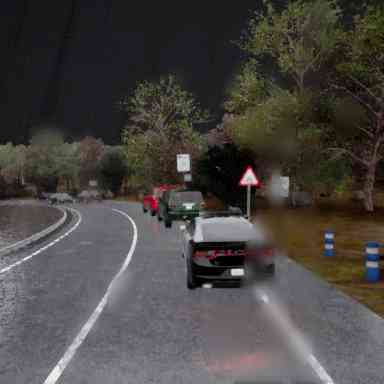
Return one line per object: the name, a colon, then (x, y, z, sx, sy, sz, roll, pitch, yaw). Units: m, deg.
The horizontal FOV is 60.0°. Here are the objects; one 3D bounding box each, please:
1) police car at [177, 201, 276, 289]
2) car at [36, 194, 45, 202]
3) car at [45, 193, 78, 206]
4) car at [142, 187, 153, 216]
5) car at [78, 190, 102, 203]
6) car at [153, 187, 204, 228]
police car: (0.715, 1.290, 9.053, 1.930, 1.638, 5.238, 0, 2, -4)
car: (-23.802, 0.858, 54.967, 4.718, 1.301, 1.895, -2, 4, 38)
car: (-16.880, 0.894, 42.901, 1.837, 1.490, 4.892, -5, 2, -39)
car: (-2.371, 0.635, 25.322, 2.150, 2.045, 5.566, -2, 2, -18)
car: (-14.002, 0.492, 44.939, 2.097, 1.767, 4.553, -5, 3, -39)
car: (-0.723, 0.798, 19.272, 2.150, 2.045, 5.566, -1, 2, -12)
